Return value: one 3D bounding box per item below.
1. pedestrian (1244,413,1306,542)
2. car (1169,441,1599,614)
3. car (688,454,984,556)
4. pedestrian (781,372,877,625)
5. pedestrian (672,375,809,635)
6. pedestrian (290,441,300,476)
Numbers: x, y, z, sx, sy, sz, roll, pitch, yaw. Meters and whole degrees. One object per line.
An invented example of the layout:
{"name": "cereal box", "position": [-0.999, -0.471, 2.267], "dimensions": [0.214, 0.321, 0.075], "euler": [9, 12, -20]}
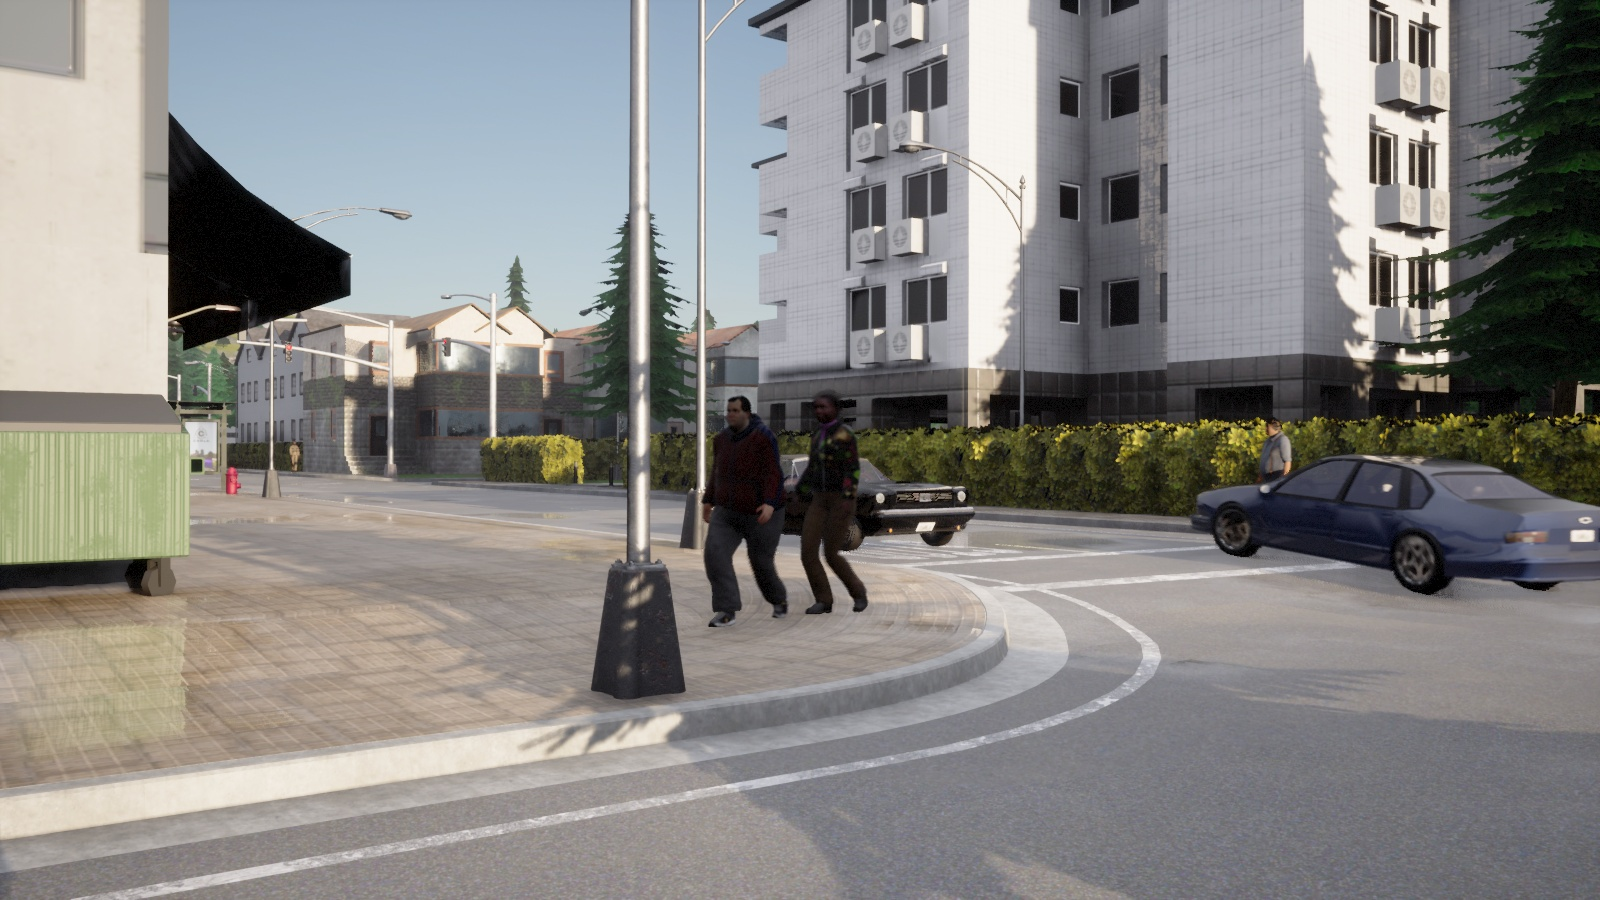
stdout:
{"name": "pedestrian", "position": [6.912, 0.396, 18.285], "dimensions": [0.694, 1.848, 0.540], "euler": [0, 0, 0]}
{"name": "car", "position": [6.873, 0.723, 14.869], "dimensions": [2.033, 1.411, 5.357], "euler": [0, 3, -19]}
{"name": "car", "position": [0.369, 0.713, 18.579], "dimensions": [1.895, 1.301, 4.718], "euler": [0, 0, -36]}
{"name": "pedestrian", "position": [0.235, 0.371, 9.957], "dimensions": [0.395, 1.930, 0.692], "euler": [0, 0, 43]}
{"name": "pedestrian", "position": [-0.436, 0.393, 9.473], "dimensions": [0.634, 1.844, 0.899], "euler": [0, 0, 31]}
{"name": "pedestrian", "position": [-28.301, 0.458, 70.350], "dimensions": [0.396, 1.930, 0.692], "euler": [0, 0, -30]}
